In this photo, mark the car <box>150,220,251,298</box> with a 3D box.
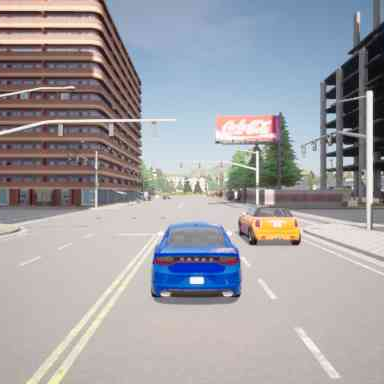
[{"bbox_3d":[0.085,1.478,8.598,1.882,1.535,5.008,0,0,0],"label":"car"}]

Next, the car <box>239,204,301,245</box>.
[{"bbox_3d":[3.472,1.352,15.687,2.097,1.767,4.553,0,0,0],"label":"car"}]

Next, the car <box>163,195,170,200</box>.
[{"bbox_3d":[-7.171,1.524,94.905,1.812,1.442,4.674,0,0,0],"label":"car"}]
